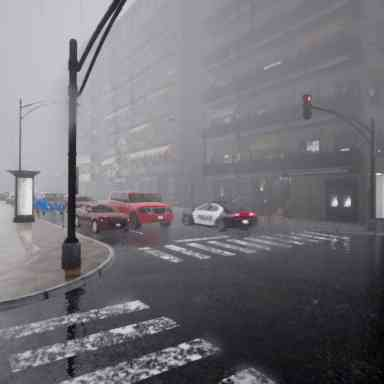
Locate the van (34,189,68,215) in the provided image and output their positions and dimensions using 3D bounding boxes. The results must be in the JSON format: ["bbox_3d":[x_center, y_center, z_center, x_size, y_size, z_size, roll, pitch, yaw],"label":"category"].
[{"bbox_3d":[-11.368,0.881,26.527,1.690,1.788,3.998,2,0,-36],"label":"van"}]

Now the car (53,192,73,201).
[{"bbox_3d":[-21.136,0.748,54.372,1.947,1.339,4.313,2,0,-36],"label":"car"}]

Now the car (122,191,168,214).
[{"bbox_3d":[-4.577,0.936,31.438,2.192,1.841,5.009,2,0,-36],"label":"car"}]

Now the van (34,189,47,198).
[{"bbox_3d":[-31.060,0.260,68.133,1.690,1.788,3.998,2,0,-36],"label":"van"}]

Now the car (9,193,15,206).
[{"bbox_3d":[-17.994,0.909,35.701,1.887,1.381,4.507,2,0,-36],"label":"car"}]

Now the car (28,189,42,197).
[{"bbox_3d":[-34.374,0.271,72.720,1.967,1.590,4.097,2,0,-36],"label":"car"}]

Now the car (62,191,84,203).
[{"bbox_3d":[-17.822,0.710,49.785,1.967,1.590,4.097,2,0,-36],"label":"car"}]

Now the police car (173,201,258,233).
[{"bbox_3d":[1.290,1.308,18.678,2.038,1.542,4.974,1,0,-36],"label":"police car"}]

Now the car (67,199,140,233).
[{"bbox_3d":[-4.753,1.260,17.354,1.887,1.381,4.507,2,0,-36],"label":"car"}]

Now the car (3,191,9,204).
[{"bbox_3d":[-21.205,0.804,40.151,1.752,1.417,4.829,2,0,-36],"label":"car"}]

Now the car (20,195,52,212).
[{"bbox_3d":[-14.684,0.996,31.115,1.887,1.381,4.507,2,0,-36],"label":"car"}]

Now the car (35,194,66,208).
[{"bbox_3d":[-15.976,0.934,37.331,2.033,1.411,5.357,1,1,-36],"label":"car"}]

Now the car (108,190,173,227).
[{"bbox_3d":[-3.277,0.946,19.721,2.150,2.045,5.566,1,1,-36],"label":"car"}]

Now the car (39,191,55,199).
[{"bbox_3d":[-27.855,0.529,63.684,1.752,1.417,4.829,2,0,-36],"label":"car"}]

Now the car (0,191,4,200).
[{"bbox_3d":[-27.922,0.541,49.462,1.967,1.590,4.097,2,0,-36],"label":"car"}]

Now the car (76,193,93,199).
[{"bbox_3d":[-9.214,1.044,27.944,1.882,1.535,5.008,1,0,-36],"label":"car"}]
